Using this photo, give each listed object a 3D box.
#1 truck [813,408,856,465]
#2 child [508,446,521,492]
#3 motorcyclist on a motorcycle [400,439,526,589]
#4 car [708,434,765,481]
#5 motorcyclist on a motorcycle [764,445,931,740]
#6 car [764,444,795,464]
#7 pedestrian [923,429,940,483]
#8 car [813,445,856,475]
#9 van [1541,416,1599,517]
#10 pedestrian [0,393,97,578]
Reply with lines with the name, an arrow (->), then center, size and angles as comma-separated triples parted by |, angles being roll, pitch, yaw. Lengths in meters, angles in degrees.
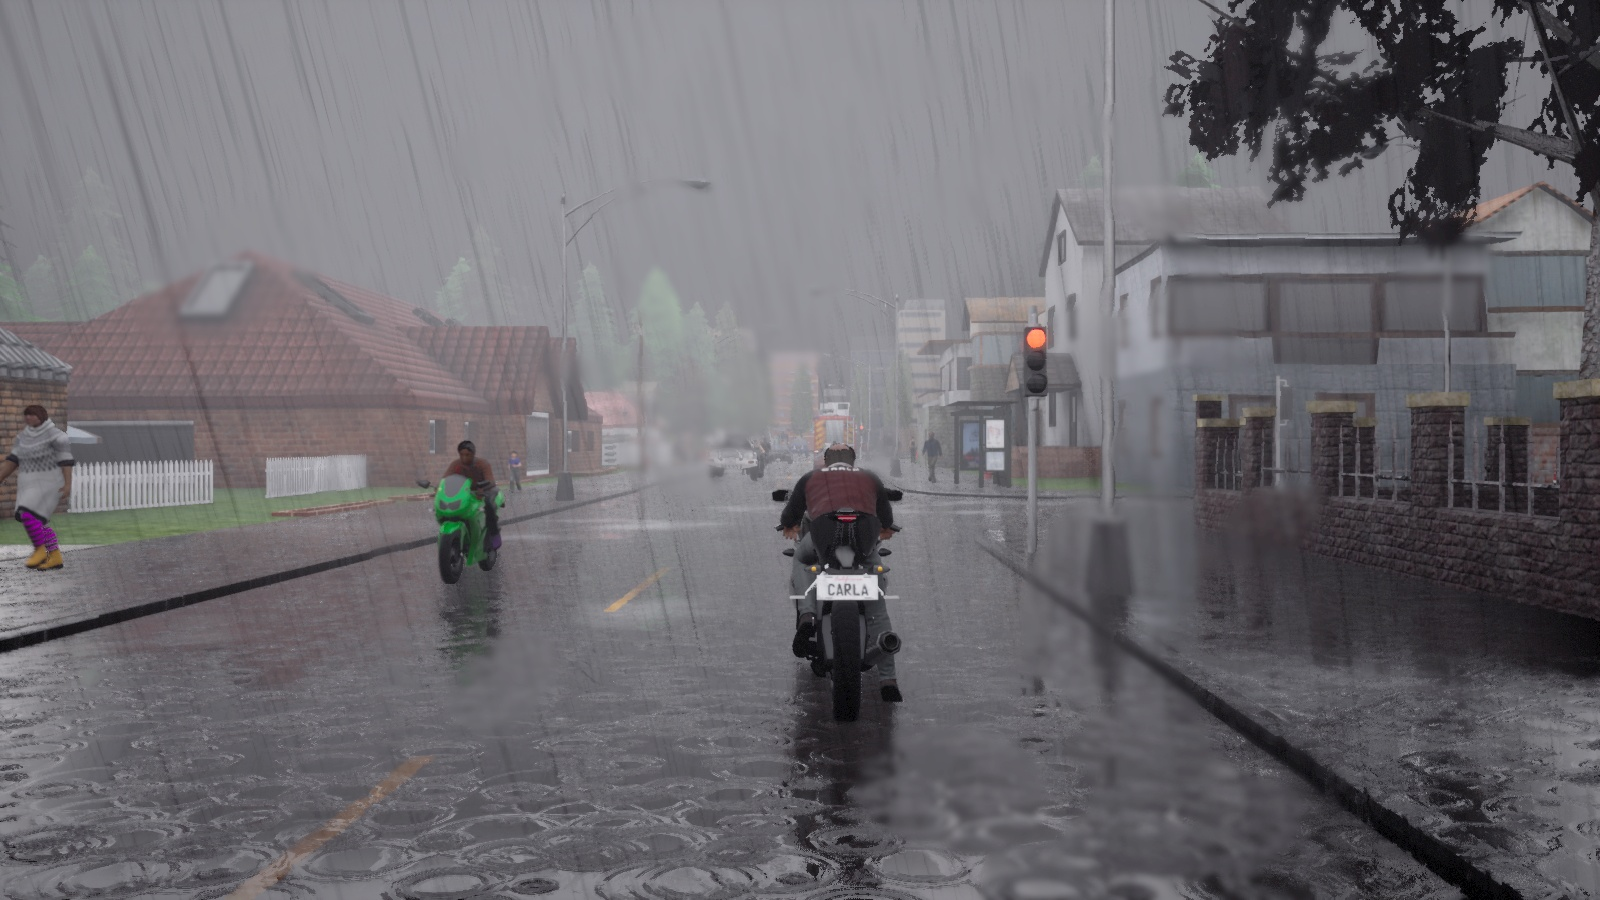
truck -> 2.443, -0.918, 88.847 | 2.891, 3.827, 8.468 | 0, 0, 1
child -> -7.877, 0.533, 34.681 | 0.270, 1.263, 0.437 | 0, 0, 0
motorcyclist on a motorcycle -> -3.653, 0.648, 13.807 | 0.797, 1.523, 2.044 | 0, 0, 1
car -> -2.569, 0.268, 52.005 | 1.932, 1.855, 4.605 | 0, 0, 2
motorcyclist on a motorcycle -> 0.244, 0.739, 7.623 | 0.866, 1.530, 2.191 | 0, 0, 0
car -> -1.481, 0.275, 91.670 | 2.033, 1.411, 5.357 | 0, 0, 2
pedestrian -> 4.538, 0.215, 43.295 | 0.402, 1.842, 0.726 | 0, 0, 22
car -> 1.676, 0.466, 61.171 | 1.994, 1.385, 4.181 | 0, 0, 2
van -> 18.371, 0.336, 26.301 | 4.480, 2.038, 2.069 | 0, 0, -1
pedestrian -> -8.310, 0.372, 13.722 | 0.659, 1.952, 0.873 | 0, 0, 18
